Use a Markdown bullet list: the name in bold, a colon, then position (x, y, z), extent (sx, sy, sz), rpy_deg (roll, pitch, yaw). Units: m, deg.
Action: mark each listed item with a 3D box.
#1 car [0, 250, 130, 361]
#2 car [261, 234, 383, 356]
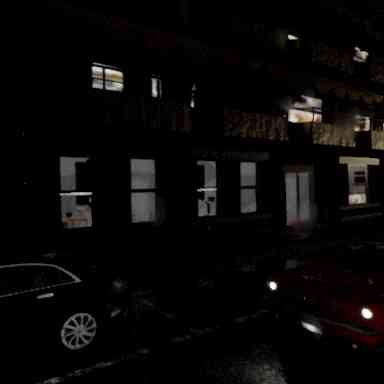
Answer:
- **car**: position (-3.020, 1.551, 4.427), extent (4.403, 1.369, 2.008), rpy_deg (-1, 0, -35)
- **car**: position (3.417, 1.500, 5.814), extent (4.718, 1.301, 1.895), rpy_deg (-1, 1, -35)
